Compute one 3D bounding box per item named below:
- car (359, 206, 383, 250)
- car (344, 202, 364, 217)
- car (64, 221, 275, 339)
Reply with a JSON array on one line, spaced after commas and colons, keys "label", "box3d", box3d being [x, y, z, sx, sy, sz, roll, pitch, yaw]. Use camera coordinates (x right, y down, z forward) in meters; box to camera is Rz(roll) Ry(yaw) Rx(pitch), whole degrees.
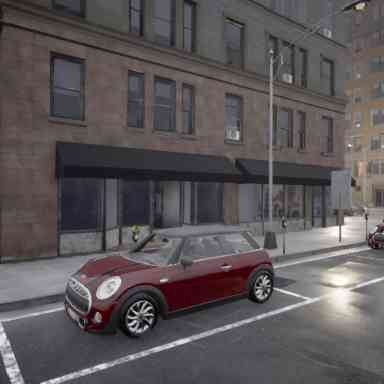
[{"label": "car", "box3d": [8.619, 1.445, 12.934, 4.097, 1.590, 1.967, 0, 0, -36]}, {"label": "car", "box3d": [12.333, 1.253, 29.665, 2.097, 1.767, 4.553, 1, 0, -36]}, {"label": "car", "box3d": [-0.314, 1.441, 6.538, 4.097, 1.590, 1.967, 0, 0, -36]}]
